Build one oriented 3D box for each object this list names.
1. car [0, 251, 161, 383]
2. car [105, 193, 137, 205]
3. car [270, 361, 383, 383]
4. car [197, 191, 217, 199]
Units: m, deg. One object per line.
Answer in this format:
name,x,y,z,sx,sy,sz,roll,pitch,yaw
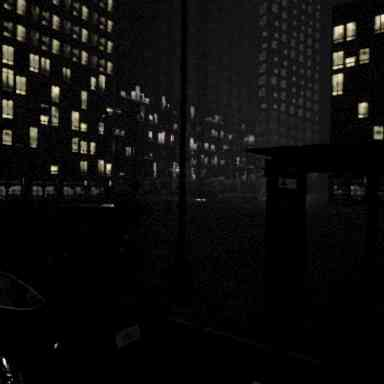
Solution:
car,-2.364,1.534,4.712,4.313,1.339,1.947,0,1,36
car,-8.803,0.823,41.483,1.994,1.385,4.181,1,2,34
car,2.253,1.590,1.395,4.206,1.307,1.802,0,1,36
car,2.689,0.508,58.116,1.994,1.385,4.181,1,2,35
